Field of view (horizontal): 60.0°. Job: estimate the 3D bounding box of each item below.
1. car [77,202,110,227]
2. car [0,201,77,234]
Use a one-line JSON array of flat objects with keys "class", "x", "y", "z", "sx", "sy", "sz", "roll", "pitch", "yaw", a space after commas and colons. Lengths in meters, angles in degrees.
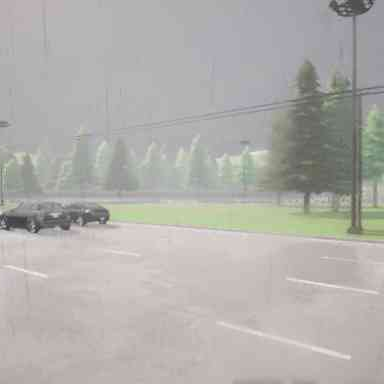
[{"class": "car", "x": -7.592, "y": 1.441, "z": 22.302, "sx": 4.892, "sy": 1.490, "sz": 1.837, "roll": 0, "pitch": 0, "yaw": 35}, {"class": "car", "x": -9.025, "y": 1.295, "z": 19.024, "sx": 4.553, "sy": 1.767, "sz": 2.097, "roll": 0, "pitch": 0, "yaw": 35}]
